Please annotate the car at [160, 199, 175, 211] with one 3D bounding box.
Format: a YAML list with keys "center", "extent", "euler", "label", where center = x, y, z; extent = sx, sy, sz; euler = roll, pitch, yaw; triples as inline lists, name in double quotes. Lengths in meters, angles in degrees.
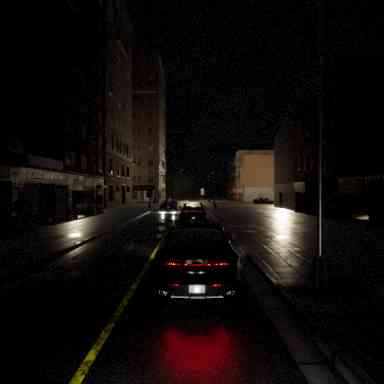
- center: [-2.748, 1.572, 40.266]
  extent: [1.994, 1.385, 4.181]
  euler: [0, 0, 0]
  label: "car"

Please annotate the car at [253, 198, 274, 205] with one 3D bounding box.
- center: [13.224, 1.694, 60.627]
  extent: [4.313, 1.339, 1.947]
  euler: [0, -1, 0]
  label: "car"

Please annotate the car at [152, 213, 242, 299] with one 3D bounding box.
- center: [0.102, 1.506, 8.446]
  extent: [1.837, 1.490, 4.892]
  euler: [0, 0, 0]
  label: "car"

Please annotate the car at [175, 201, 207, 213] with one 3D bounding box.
- center: [0.101, 1.493, 24.257]
  extent: [2.128, 1.511, 4.902]
  euler: [0, 0, 0]
  label: "car"
